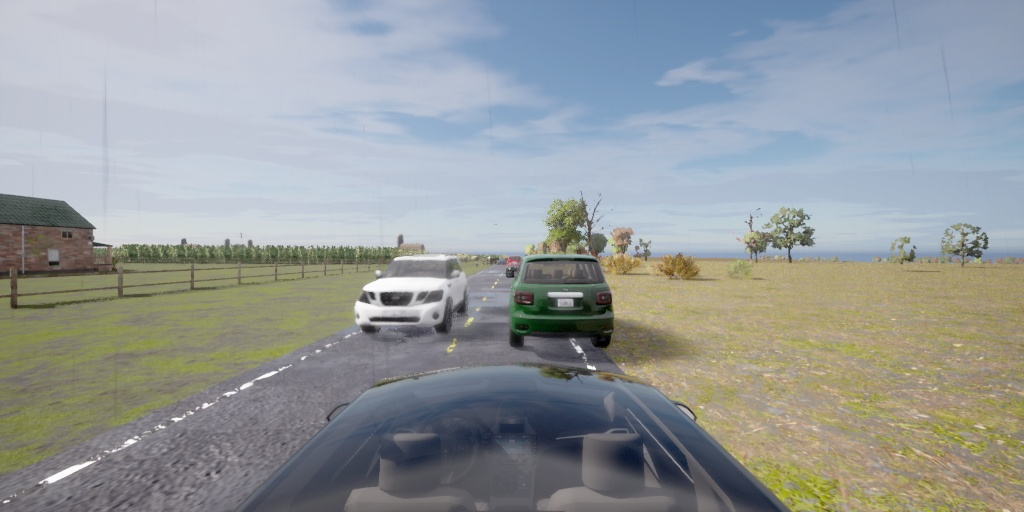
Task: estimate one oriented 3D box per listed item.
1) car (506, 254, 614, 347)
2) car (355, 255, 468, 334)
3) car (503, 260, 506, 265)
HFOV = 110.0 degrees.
[{"bbox_3d":[1.028,0.973,9.427,2.150,2.045,5.566,0,0,0],"label":"car"},{"bbox_3d":[-2.674,0.970,10.969,2.150,2.045,5.566,0,0,0],"label":"car"},{"bbox_3d":[0.360,1.344,38.465,1.895,1.301,4.718,0,0,1],"label":"car"}]
